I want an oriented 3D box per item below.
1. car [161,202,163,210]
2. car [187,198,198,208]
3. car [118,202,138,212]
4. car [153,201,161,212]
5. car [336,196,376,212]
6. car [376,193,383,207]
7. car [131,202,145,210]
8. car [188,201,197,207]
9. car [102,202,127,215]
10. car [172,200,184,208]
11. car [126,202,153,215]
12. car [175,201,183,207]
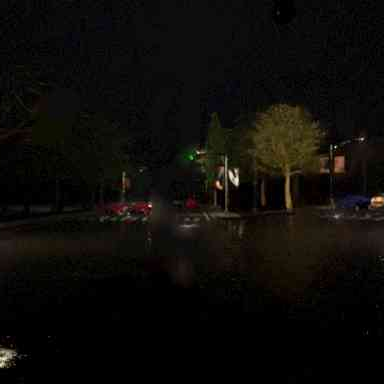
[{"bbox_3d":[-6.414,2.477,61.545,1.837,1.490,4.892,0,-1,0],"label":"car"},{"bbox_3d":[0.099,2.384,70.414,2.150,2.045,5.566,0,-1,0],"label":"car"},{"bbox_3d":[-9.690,2.244,50.887,2.128,1.511,4.902,0,-1,0],"label":"car"},{"bbox_3d":[-6.436,2.308,51.300,2.033,1.411,5.357,0,-1,0],"label":"car"},{"bbox_3d":[16.063,1.131,32.975,5.008,1.535,1.882,-1,0,-43],"label":"car"},{"bbox_3d":[22.774,0.906,39.294,4.553,1.767,2.097,-1,0,-43],"label":"car"},{"bbox_3d":[-9.666,2.539,59.919,1.895,1.301,4.718,0,-1,0],"label":"car"},{"bbox_3d":[0.113,2.898,80.796,2.033,1.411,5.357,0,-1,0],"label":"car"},{"bbox_3d":[-9.693,2.048,41.383,1.882,1.535,5.008,0,-1,0],"label":"car"},{"bbox_3d":[-3.151,2.521,70.748,2.097,1.767,4.553,0,-1,0],"label":"car"},{"bbox_3d":[-6.443,2.048,41.378,1.882,1.535,5.008,0,-1,0],"label":"car"},{"bbox_3d":[-3.137,2.858,80.802,1.837,1.490,4.892,0,-1,0],"label":"car"}]
